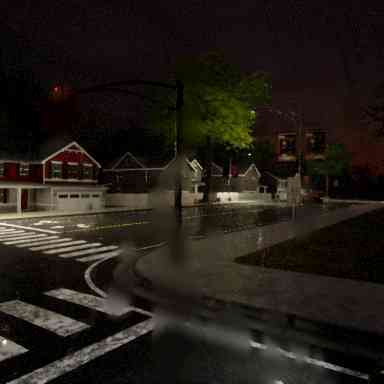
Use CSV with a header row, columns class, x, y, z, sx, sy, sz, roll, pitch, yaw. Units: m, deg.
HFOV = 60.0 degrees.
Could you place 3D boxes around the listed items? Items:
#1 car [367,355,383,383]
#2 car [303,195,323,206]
class,x,y,z,sx,sy,sz,roll,pitch,yaw
car,3.346,1.506,1.295,4.892,1.490,1.837,0,0,35
car,17.723,1.175,48.607,2.128,1.511,4.902,1,1,36
